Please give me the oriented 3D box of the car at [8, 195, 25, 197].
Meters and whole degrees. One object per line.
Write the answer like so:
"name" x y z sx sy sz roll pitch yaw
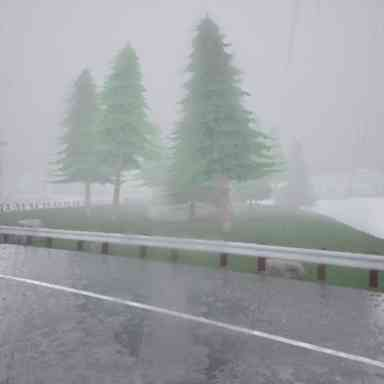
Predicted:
"car" -41.039 1.528 79.053 1.812 1.442 4.674 0 0 0

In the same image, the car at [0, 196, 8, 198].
"car" -44.537 1.555 78.801 2.033 1.411 5.357 0 0 0
